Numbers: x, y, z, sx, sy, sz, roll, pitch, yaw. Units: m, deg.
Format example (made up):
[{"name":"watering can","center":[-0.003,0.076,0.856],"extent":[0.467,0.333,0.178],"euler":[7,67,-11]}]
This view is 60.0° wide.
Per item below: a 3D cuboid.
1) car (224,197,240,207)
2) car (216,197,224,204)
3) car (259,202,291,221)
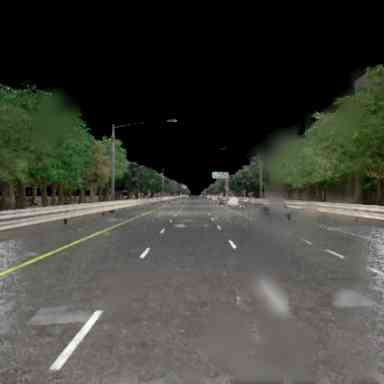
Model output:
[{"name":"car","center":[7.184,1.882,58.777],"extent":[1.812,1.442,4.674],"euler":[0,-1,0]},{"name":"car","center":[7.303,1.832,75.070],"extent":[2.097,1.767,4.553],"euler":[0,0,0]},{"name":"car","center":[7.043,1.607,28.608],"extent":[2.128,1.511,4.902],"euler":[0,0,0]}]
